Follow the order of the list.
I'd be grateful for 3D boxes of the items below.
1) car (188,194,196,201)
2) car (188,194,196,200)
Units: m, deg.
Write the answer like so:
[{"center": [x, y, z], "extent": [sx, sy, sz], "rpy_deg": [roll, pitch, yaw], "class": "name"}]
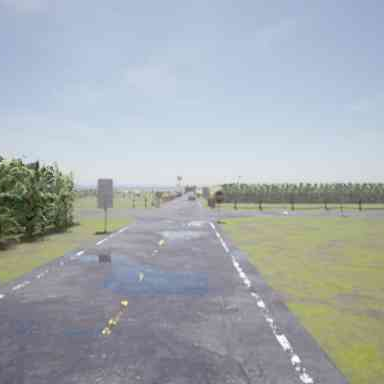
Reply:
[{"center": [0.020, 1.365, 83.368], "extent": [2.097, 1.767, 4.553], "rpy_deg": [0, 0, 0], "class": "car"}, {"center": [0.022, 1.381, 93.403], "extent": [2.033, 1.411, 5.357], "rpy_deg": [0, 0, 0], "class": "car"}]
